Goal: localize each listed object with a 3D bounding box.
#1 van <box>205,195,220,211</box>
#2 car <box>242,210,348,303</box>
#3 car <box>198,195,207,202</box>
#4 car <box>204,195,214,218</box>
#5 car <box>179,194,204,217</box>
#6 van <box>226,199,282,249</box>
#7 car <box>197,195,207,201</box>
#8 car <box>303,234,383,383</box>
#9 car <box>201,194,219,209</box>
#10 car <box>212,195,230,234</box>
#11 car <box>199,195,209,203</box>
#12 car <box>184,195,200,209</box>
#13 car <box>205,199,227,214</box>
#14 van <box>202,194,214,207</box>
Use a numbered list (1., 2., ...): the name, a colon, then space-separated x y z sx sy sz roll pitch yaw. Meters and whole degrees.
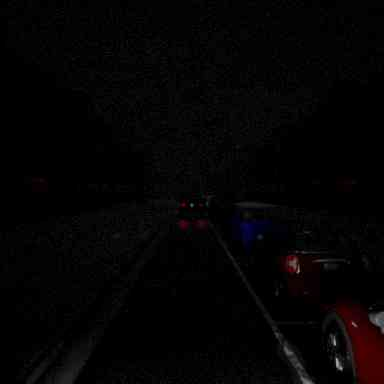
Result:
1. van: 2.489 1.302 41.057 1.690 1.788 3.998 0 0 0
2. car: 2.609 1.428 8.205 1.967 1.590 4.097 0 0 0
3. car: 2.371 1.460 74.080 1.752 1.417 4.829 0 0 0
4. car: 2.529 1.285 30.106 2.192 1.841 5.009 0 0 0
5. car: -0.010 1.196 30.569 2.150 2.045 5.566 0 0 0
6. van: 2.589 1.324 13.680 1.690 1.788 3.998 0 0 0
7. car: 2.351 1.481 79.386 2.008 1.369 4.403 0 0 0
8. car: 2.629 1.435 2.730 1.967 1.590 4.097 0 0 0
9. car: 2.470 1.272 46.532 2.192 1.841 5.009 0 0 0
10. car: 2.567 1.293 19.154 2.192 1.841 5.009 0 0 0
11. car: 2.391 1.379 68.435 1.967 1.590 4.097 0 0 0
12. car: -0.063 1.311 46.284 2.097 1.767 4.553 0 0 0
13. car: 2.510 1.516 35.582 2.008 1.369 4.403 0 0 0
14. van: 2.450 1.294 52.008 1.690 1.788 3.998 0 0 0
